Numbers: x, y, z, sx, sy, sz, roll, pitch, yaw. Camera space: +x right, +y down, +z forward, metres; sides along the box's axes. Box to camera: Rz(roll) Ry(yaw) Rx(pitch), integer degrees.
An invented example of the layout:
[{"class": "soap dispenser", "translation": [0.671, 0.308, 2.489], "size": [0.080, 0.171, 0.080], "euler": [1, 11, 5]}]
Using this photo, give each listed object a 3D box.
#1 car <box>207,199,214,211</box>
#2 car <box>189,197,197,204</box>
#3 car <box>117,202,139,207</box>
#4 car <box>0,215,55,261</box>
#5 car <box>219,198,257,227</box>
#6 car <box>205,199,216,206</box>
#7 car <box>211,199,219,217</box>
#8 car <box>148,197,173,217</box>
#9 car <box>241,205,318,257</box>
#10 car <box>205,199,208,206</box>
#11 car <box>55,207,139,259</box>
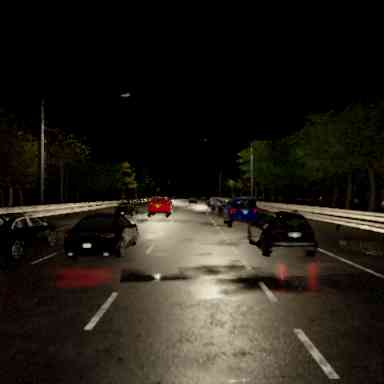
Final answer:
[{"class": "car", "translation": [3.616, 2.001, 46.570], "size": [1.994, 1.385, 4.181], "euler": [0, -1, 0]}, {"class": "car", "translation": [0.270, 2.271, 80.316], "size": [1.994, 1.385, 4.181], "euler": [0, -1, 0]}, {"class": "car", "translation": [-6.834, 1.835, 35.145], "size": [1.837, 1.490, 4.892], "euler": [0, 0, 0]}, {"class": "car", "translation": [-6.890, 1.610, 12.814], "size": [2.128, 1.511, 4.902], "euler": [0, 0, 0]}, {"class": "car", "translation": [3.534, 1.451, 24.629], "size": [2.150, 2.045, 5.566], "euler": [0, -1, 0]}, {"class": "car", "translation": [3.717, 2.191, 68.569], "size": [2.033, 1.411, 5.357], "euler": [0, -1, 0]}, {"class": "car", "translation": [3.556, 1.826, 35.653], "size": [2.128, 1.511, 4.902], "euler": [0, 0, 0]}, {"class": "car", "translation": [-3.333, 1.554, 35.430], "size": [2.150, 2.045, 5.566], "euler": [0, 0, 0]}, {"class": "car", "translation": [3.512, 1.557, 13.611], "size": [2.033, 1.649, 4.856], "euler": [0, -1, 0]}, {"class": "car", "translation": [3.667, 2.033, 57.571], "size": [2.128, 1.511, 4.902], "euler": [0, -1, 0]}, {"class": "car", "translation": [-3.389, 1.600, 13.231], "size": [1.882, 1.535, 5.008], "euler": [0, 0, 0]}]
